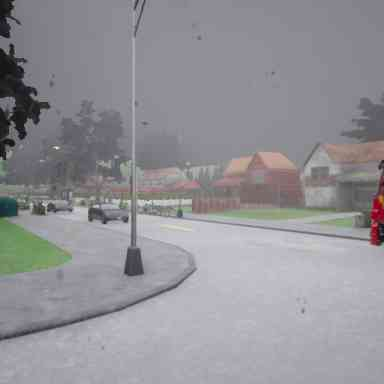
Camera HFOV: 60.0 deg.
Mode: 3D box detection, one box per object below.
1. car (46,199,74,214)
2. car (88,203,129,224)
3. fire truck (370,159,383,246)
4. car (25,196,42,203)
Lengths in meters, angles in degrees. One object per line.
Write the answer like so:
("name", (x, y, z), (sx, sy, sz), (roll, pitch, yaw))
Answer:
("car", (-14.294, 1.526, 35.940), (1.812, 1.442, 4.674), (0, 0, -36))
("car", (-6.344, 1.525, 24.792), (1.812, 1.442, 4.674), (0, 0, -36))
("fire truck", (9.814, 0.342, 9.168), (2.891, 3.827, 8.468), (0, 0, -35))
("car", (-23.181, 1.139, 48.556), (1.812, 1.442, 4.674), (0, 0, -35))
